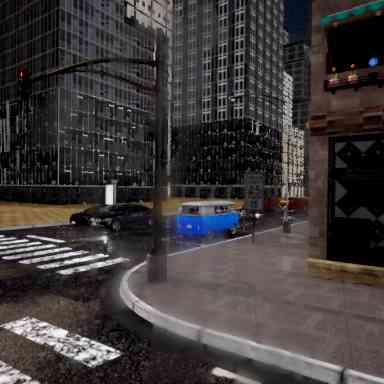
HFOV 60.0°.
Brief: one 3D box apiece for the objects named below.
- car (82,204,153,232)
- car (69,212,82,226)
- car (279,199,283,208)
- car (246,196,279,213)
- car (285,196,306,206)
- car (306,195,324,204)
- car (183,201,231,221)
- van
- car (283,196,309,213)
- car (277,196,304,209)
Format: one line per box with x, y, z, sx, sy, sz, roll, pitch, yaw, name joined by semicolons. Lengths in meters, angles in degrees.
-3.940;1.466;20.084;1.812;1.442;4.674;1;1;37;car
-5.877;1.467;21.833;1.947;1.339;4.313;1;1;36;car
10.202;1.293;44.342;1.967;1.590;4.097;1;1;36;car
7.166;1.258;35.616;2.097;1.767;4.553;1;1;36;car
16.534;1.364;53.209;1.752;1.417;4.829;1;1;36;car
23.064;1.376;62.353;2.008;1.369;4.403;1;1;36;car
1.334;1.487;27.483;1.994;1.385;4.181;1;1;35;car
0.945;1.368;16.960;1.690;1.788;3.998;1;1;36;van
12.259;1.425;37.261;1.882;1.535;5.008;1;1;36;car
13.030;1.369;43.762;1.882;1.535;5.008;1;1;36;car
